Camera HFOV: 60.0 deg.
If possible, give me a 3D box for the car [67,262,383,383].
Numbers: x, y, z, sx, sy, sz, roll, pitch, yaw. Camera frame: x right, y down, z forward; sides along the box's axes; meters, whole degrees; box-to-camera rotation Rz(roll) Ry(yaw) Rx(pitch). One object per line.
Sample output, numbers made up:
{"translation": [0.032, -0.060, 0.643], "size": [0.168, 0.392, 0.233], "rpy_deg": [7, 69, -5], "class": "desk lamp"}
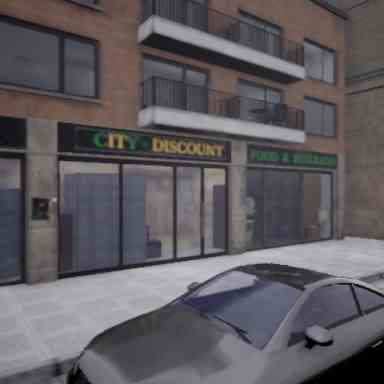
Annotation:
{"translation": [0.863, 1.567, 3.664], "size": [4.181, 1.385, 1.994], "rpy_deg": [0, 0, -35], "class": "car"}
